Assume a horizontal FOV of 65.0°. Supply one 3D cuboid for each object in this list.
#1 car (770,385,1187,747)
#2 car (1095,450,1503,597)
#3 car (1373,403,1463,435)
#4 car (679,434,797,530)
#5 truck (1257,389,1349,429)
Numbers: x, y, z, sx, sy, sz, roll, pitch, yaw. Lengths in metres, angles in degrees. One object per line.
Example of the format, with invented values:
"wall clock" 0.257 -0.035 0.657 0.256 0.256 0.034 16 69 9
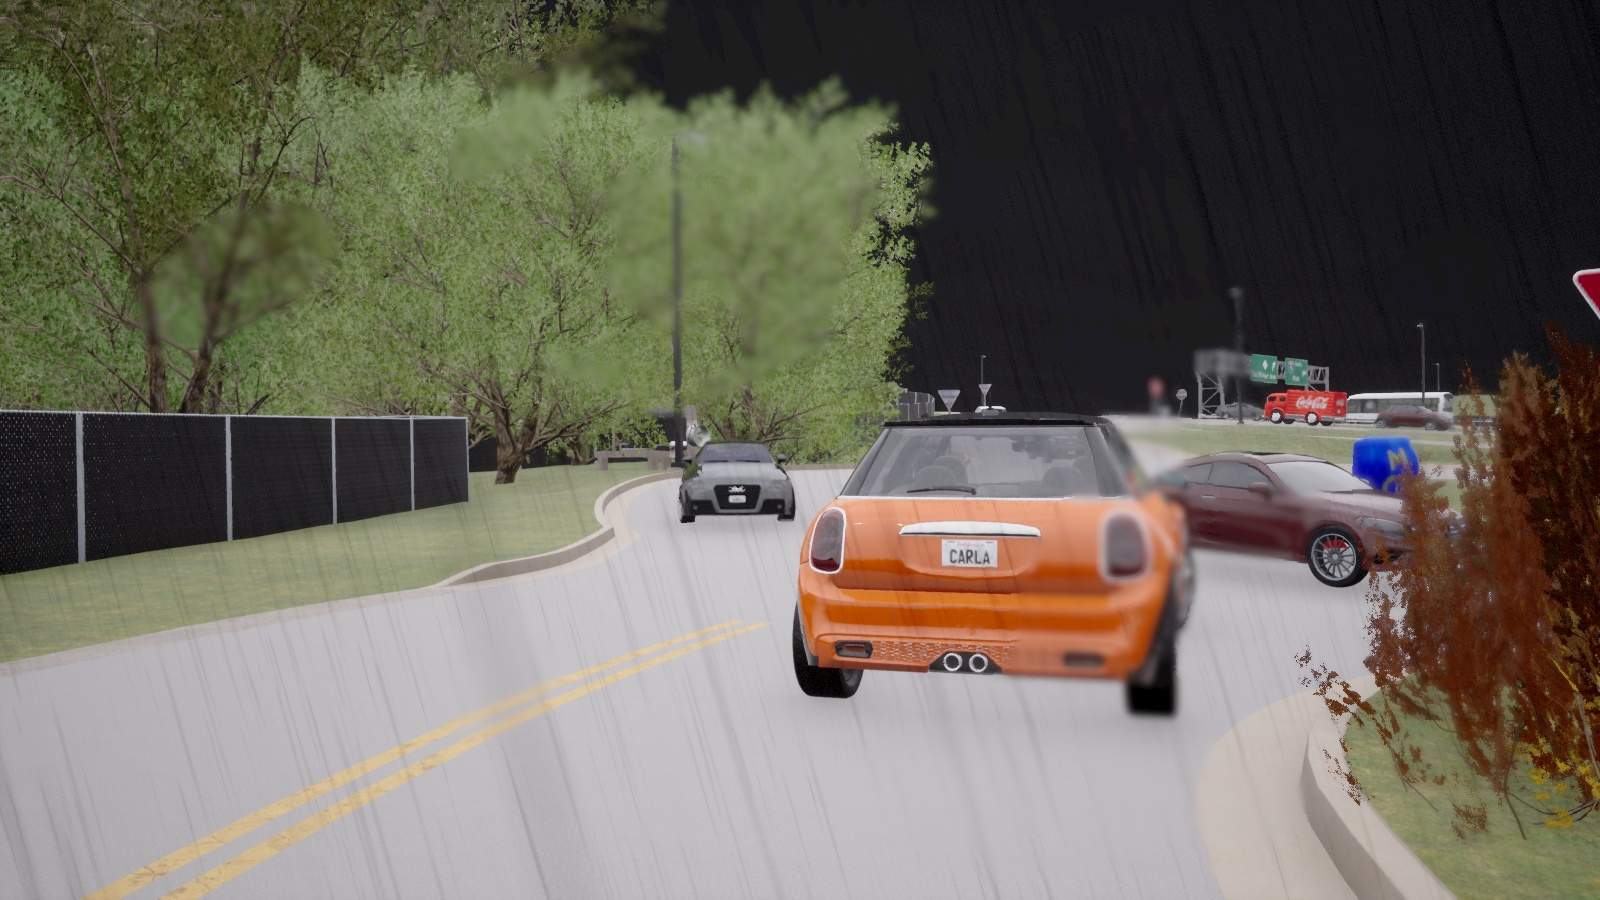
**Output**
"car" 1.532 0.548 8.610 2.097 1.767 4.553 0 0 18
"car" 5.969 0.773 15.704 1.812 1.442 4.674 -1 2 -28
"car" 39.143 -1.992 79.612 2.097 1.767 4.553 0 3 -43
"car" -1.216 0.515 23.329 1.994 1.385 4.181 0 4 -5
"truck" 35.436 -2.917 88.580 2.627 2.467 5.204 0 4 -43
